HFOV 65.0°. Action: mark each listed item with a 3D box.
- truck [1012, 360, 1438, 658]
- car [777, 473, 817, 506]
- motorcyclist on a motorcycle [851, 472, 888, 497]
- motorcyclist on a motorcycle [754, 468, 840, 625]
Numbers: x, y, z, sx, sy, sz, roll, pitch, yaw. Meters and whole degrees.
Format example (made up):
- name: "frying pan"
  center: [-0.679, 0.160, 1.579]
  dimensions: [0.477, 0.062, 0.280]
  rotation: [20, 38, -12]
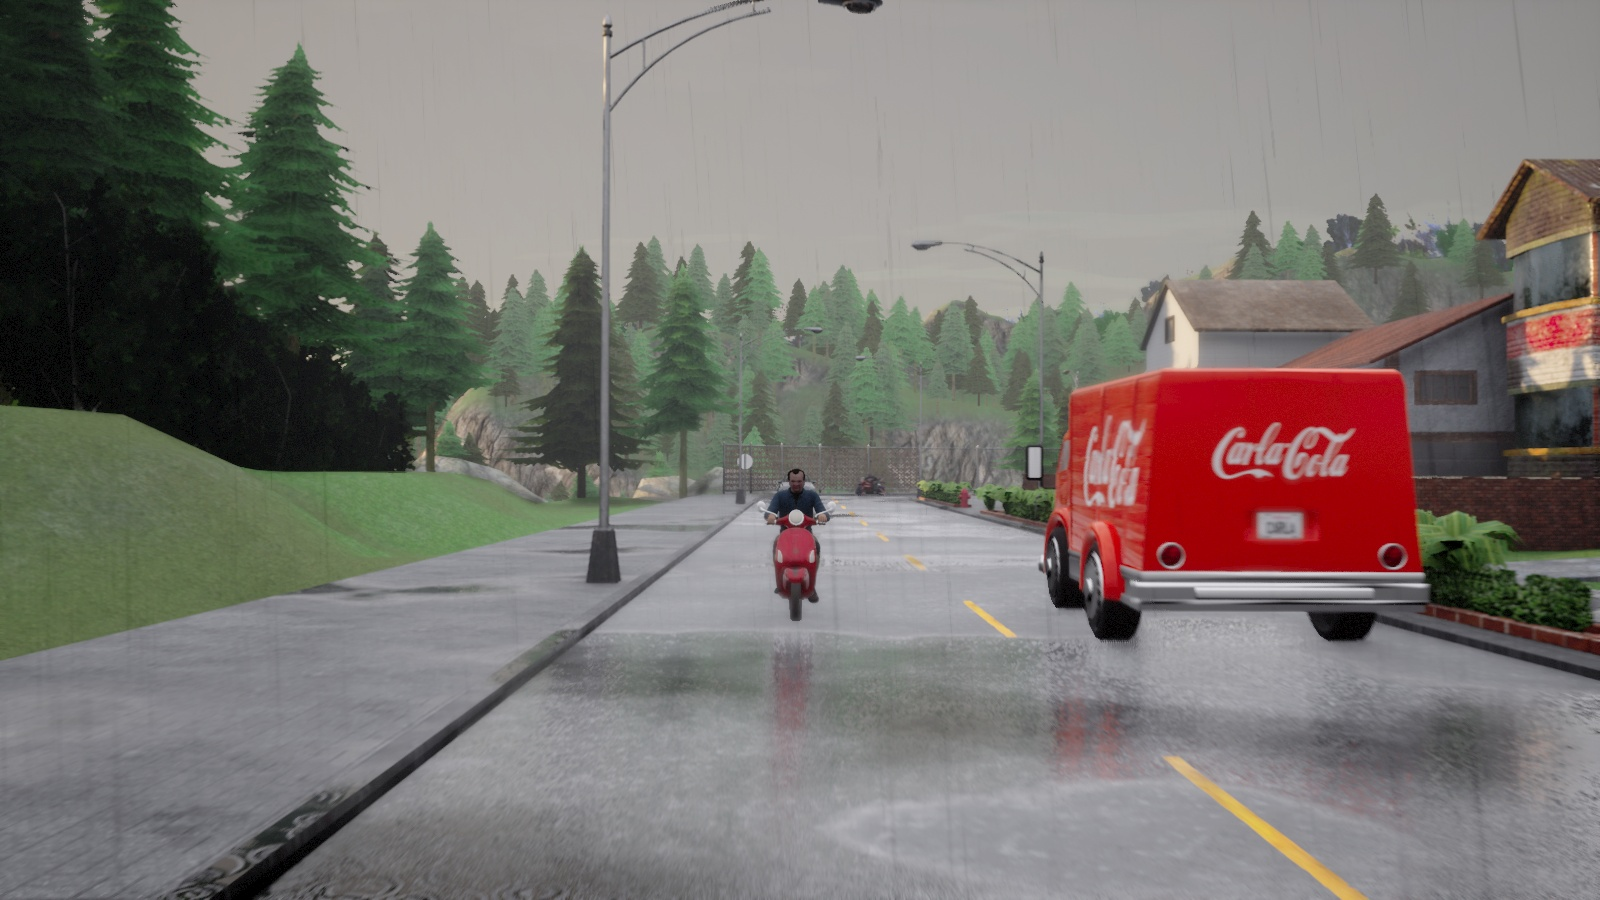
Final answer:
- name: "truck"
  center: [3.966, 0.530, 13.035]
  dimensions: [2.627, 2.467, 5.204]
  rotation: [0, -1, 0]
- name: "car"
  center: [-0.143, 1.805, 58.288]
  dimensions: [1.816, 1.474, 4.193]
  rotation: [0, -1, 0]
- name: "motorcyclist on a motorcycle"
  center: [4.391, 2.159, 79.154]
  dimensions: [2.191, 1.530, 0.866]
  rotation: [0, 0, -31]
- name: "motorcyclist on a motorcycle"
  center: [-0.034, 0.998, 13.719]
  dimensions: [0.866, 1.590, 1.817]
  rotation: [0, -1, 0]
